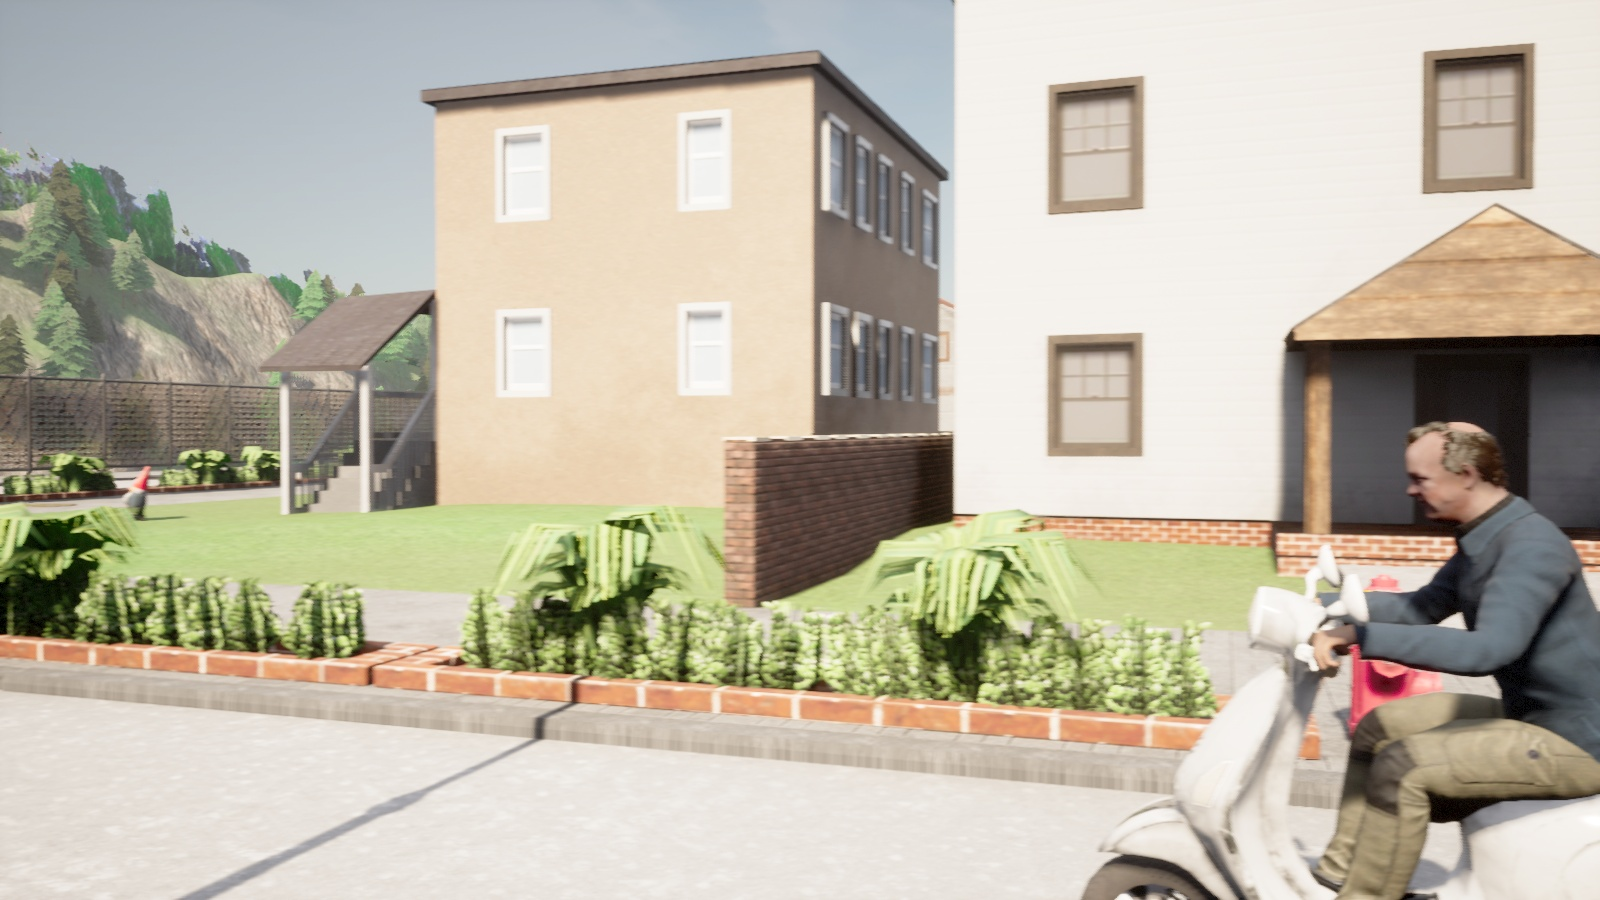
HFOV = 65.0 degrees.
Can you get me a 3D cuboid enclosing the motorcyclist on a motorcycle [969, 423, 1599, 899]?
[{"bbox_3d":[1.422,0.732,3.242,1.817,1.590,0.866,1,1,19],"label":"motorcyclist on a motorcycle"}]
